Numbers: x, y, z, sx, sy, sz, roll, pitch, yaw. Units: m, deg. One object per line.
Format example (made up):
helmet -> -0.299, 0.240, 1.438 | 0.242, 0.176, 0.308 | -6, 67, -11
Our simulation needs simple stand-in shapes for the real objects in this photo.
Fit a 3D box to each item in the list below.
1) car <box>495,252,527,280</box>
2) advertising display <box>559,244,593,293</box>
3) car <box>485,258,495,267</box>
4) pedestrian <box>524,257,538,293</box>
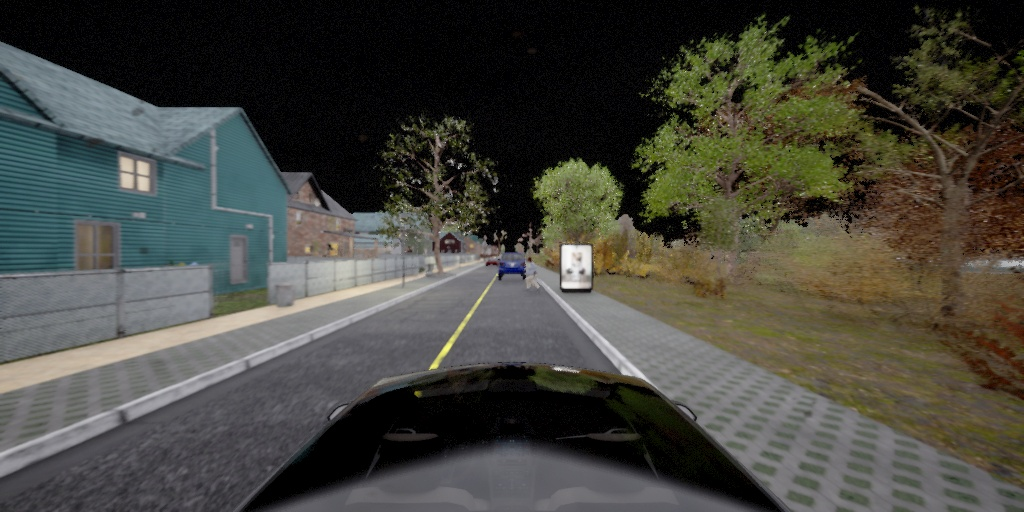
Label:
car -> 0.038, 0.738, 28.216 | 2.150, 2.045, 5.566 | 0, 0, 0
advertising display -> 3.014, 0.642, 16.886 | 1.540, 2.440, 0.280 | 0, 0, 0
car -> -2.794, 0.915, 51.716 | 1.895, 1.301, 4.718 | 0, 0, 1
pedestrian -> 0.955, 0.902, 17.934 | 0.375, 1.860, 0.375 | 0, 1, -6
